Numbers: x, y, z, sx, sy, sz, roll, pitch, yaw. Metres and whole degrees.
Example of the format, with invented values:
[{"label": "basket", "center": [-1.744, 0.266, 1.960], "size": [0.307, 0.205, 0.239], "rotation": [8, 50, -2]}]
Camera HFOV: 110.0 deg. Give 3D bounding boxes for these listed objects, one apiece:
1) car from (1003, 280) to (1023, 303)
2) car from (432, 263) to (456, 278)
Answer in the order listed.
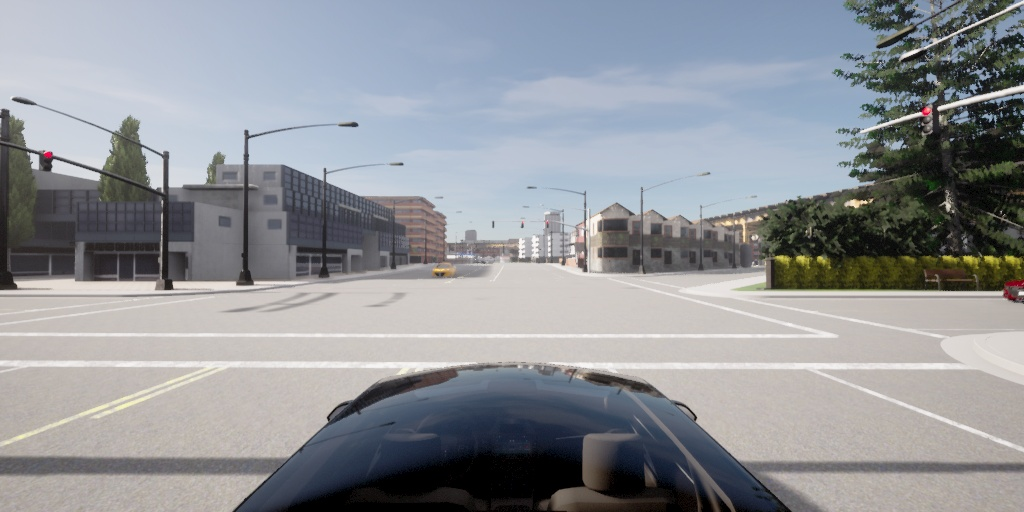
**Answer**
[{"label": "car", "center": [23.880, 1.299, 15.003], "size": [5.008, 1.535, 1.882], "rotation": [0, -1, 0]}, {"label": "car", "center": [-7.021, 1.497, 37.374], "size": [1.882, 1.535, 5.008], "rotation": [0, 1, 0]}]
